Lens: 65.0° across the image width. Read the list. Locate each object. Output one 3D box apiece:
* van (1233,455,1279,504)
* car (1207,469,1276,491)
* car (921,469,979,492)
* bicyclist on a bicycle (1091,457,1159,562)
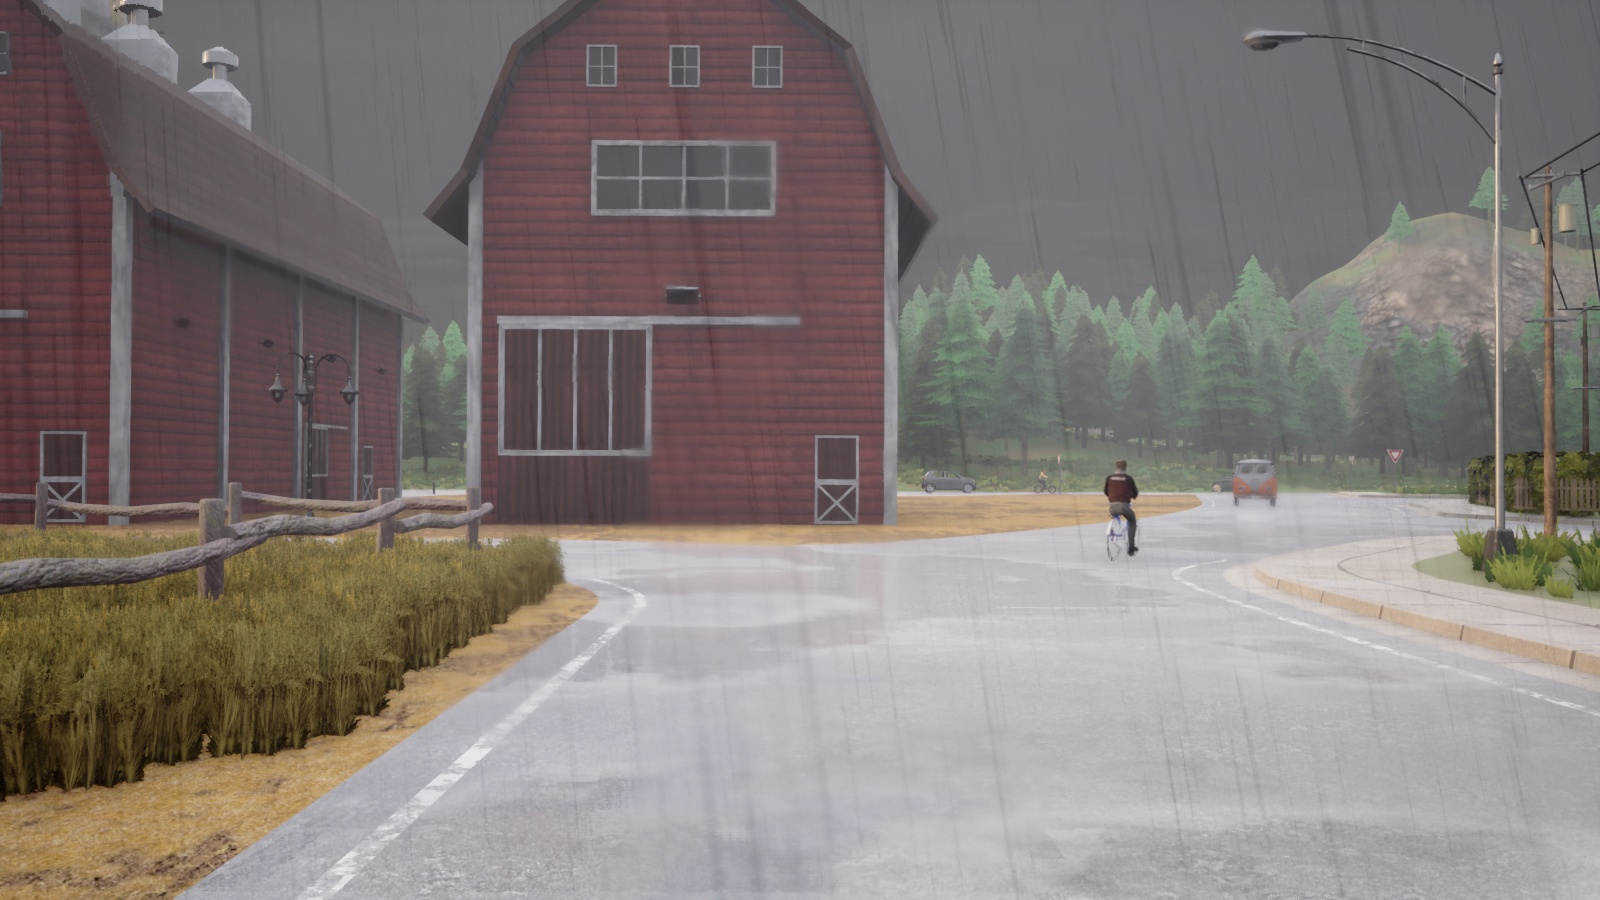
[{"bbox_3d":[19.556,1.243,53.974,1.775,1.987,4.442,-1,-1,19],"label":"van"},{"bbox_3d":[29.088,1.968,82.854,1.994,1.385,4.181,0,-2,-22],"label":"car"},{"bbox_3d":[9.904,2.043,83.245,3.633,1.501,1.845,0,-1,0],"label":"car"},{"bbox_3d":[5.760,1.007,22.201,0.659,1.776,1.843,0,0,31],"label":"bicyclist on a bicycle"}]
